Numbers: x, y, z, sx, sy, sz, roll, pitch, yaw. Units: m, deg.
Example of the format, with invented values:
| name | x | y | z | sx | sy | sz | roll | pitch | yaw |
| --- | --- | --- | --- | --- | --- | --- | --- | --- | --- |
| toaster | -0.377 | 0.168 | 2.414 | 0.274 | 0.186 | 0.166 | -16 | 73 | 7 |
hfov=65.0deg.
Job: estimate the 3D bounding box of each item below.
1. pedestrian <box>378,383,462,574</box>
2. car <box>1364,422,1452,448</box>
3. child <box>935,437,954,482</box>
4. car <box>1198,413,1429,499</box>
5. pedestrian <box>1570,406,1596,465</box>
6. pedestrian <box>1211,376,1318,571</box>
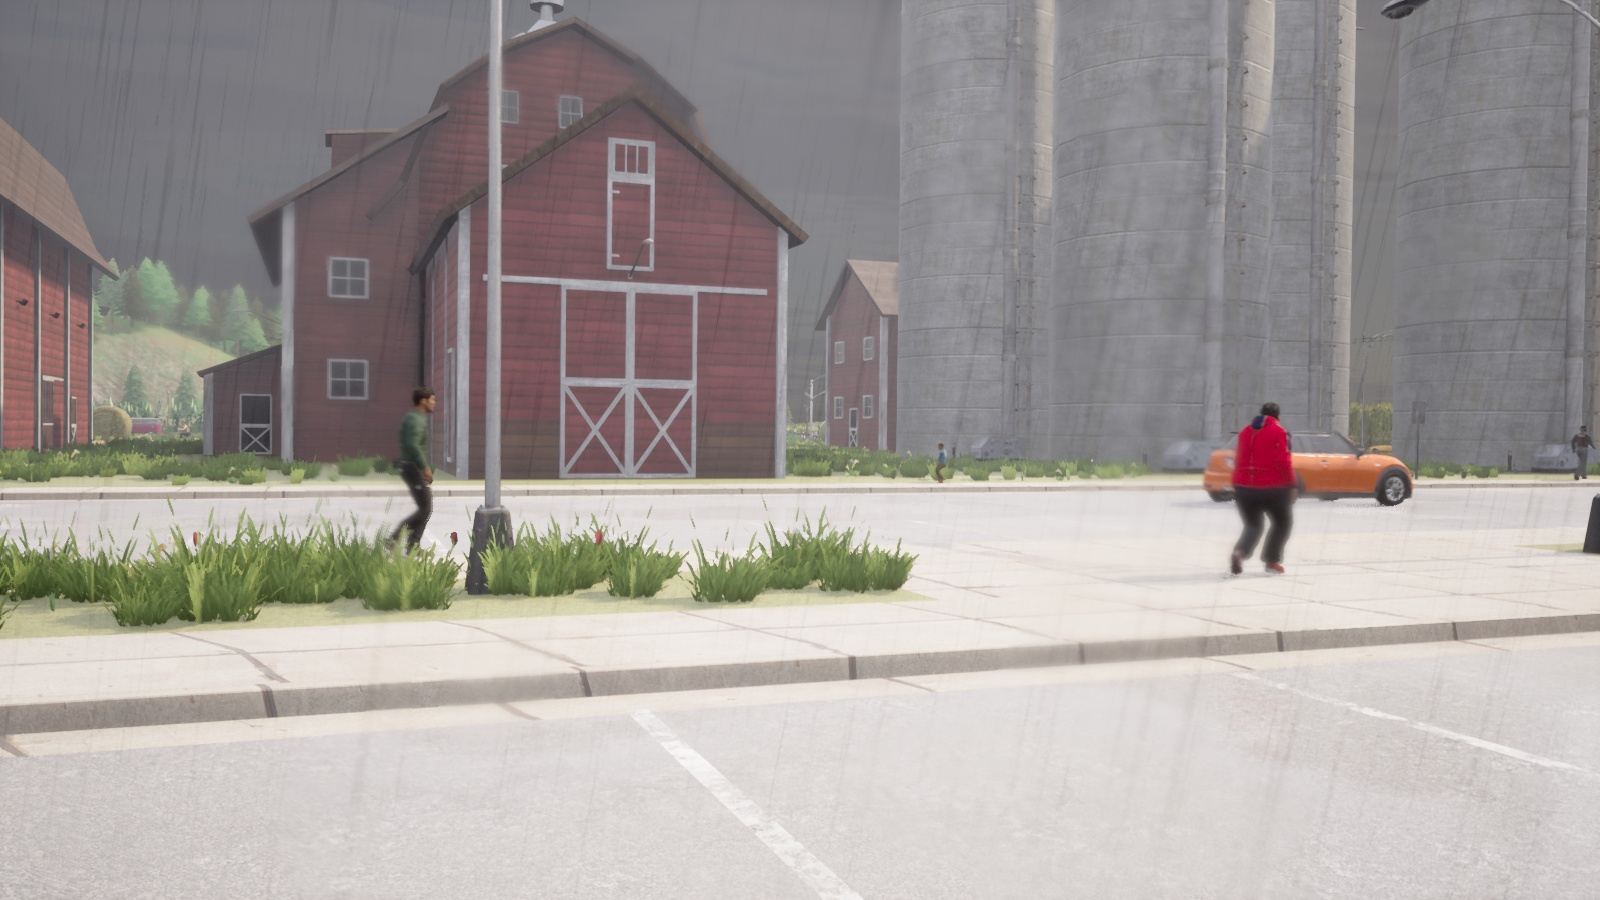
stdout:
| name | x | y | z | sx | sy | sz | roll | pitch | yaw |
| --- | --- | --- | --- | --- | --- | --- | --- | --- | --- |
| pedestrian | -3.982 | 0.283 | 13.167 | 0.788 | 1.949 | 0.423 | -1 | 1 | -21 |
| car | 39.096 | -0.970 | 80.893 | 1.801 | 1.575 | 5.366 | -1 | 1 | -20 |
| child | 3.861 | 0.252 | 33.649 | 0.448 | 1.192 | 0.343 | -1 | 1 | -3 |
| car | 11.396 | 0.090 | 27.912 | 4.553 | 1.767 | 2.097 | -1 | 1 | -21 |
| pedestrian | 25.876 | -0.482 | 41.500 | 0.666 | 1.930 | 0.402 | -1 | 1 | -18 |
| pedestrian | 4.596 | 0.214 | 12.413 | 0.899 | 1.844 | 0.634 | -1 | 1 | -41 |
